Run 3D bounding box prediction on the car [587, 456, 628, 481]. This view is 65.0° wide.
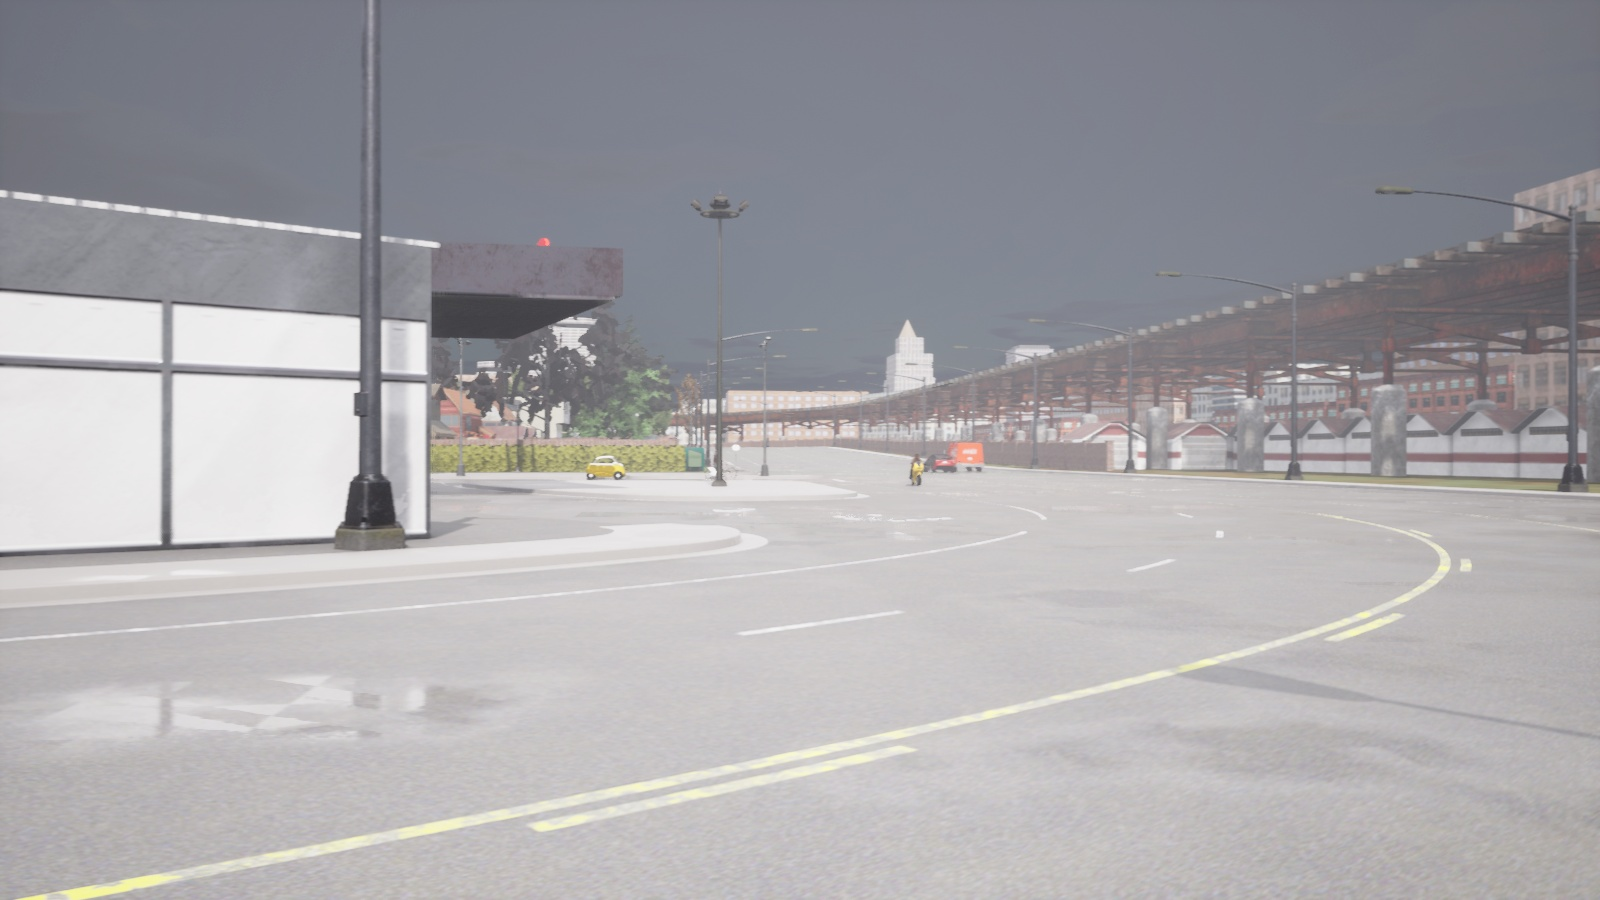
[{"bbox_3d":[-10.921,1.059,71.240,2.207,1.376,1.481,0,0,-6],"label":"car"}]

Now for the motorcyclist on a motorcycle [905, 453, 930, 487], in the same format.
[{"bbox_3d":[5.438,0.900,58.052,0.797,1.523,2.044,0,0,-5],"label":"motorcyclist on a motorcycle"}]
